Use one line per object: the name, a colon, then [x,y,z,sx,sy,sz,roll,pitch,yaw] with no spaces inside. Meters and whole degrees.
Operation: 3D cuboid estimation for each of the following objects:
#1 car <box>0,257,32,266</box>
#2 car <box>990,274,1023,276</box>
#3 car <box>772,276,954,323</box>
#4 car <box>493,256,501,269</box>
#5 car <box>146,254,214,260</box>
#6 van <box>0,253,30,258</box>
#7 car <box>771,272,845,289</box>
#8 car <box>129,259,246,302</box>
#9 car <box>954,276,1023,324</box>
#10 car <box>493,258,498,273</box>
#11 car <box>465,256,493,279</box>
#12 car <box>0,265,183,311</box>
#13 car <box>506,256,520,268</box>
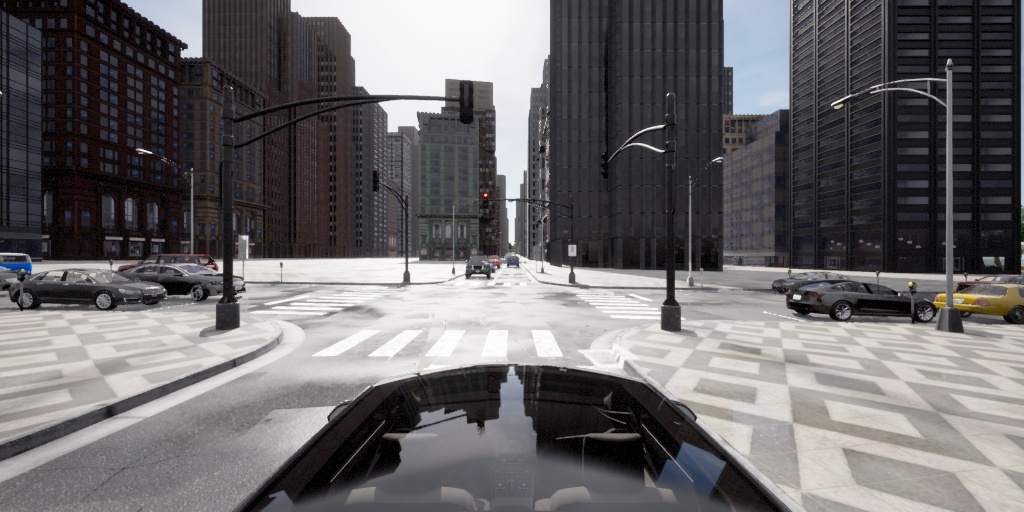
car: [-23.551,0.935,15.377,4.902,1.511,2.128,1,0,0]
car: [29.095,1.765,21.150,4.507,1.381,1.888,0,0,0]
car: [12.143,1.524,12.654,4.313,1.339,1.948,0,0,0]
car: [-2.999,0.972,56.995,2.150,2.045,5.566,0,0,0]
car: [-20.198,0.799,21.138,5.009,1.841,2.192,0,0,0]
van: [-31.116,0.680,21.157,3.998,1.789,1.690,0,0,0]
car: [17.809,1.591,21.169,4.403,1.370,2.007,0,0,0]
car: [-14.136,1.065,15.348,4.902,1.511,2.128,1,0,1]
car: [17.956,1.571,12.644,4.829,1.417,1.751,0,0,0]
car: [-3.033,1.275,43.584,1.812,1.442,4.674,0,0,0]
car: [-3.091,0.971,33.390,2.150,2.045,5.566,0,0,-3]
car: [-14.764,1.116,12.604,4.403,1.370,2.007,0,0,0]
car: [0.190,0.973,62.667,2.150,2.045,5.566,0,0,0]
